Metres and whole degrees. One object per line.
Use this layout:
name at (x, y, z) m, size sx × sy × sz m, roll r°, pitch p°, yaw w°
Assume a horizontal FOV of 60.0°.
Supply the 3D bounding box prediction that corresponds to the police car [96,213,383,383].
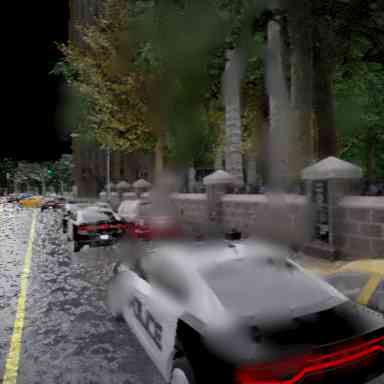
police car at (0.105, 1.360, 4.726) m, size 1.930 × 1.638 × 5.238 m, roll -2°, pitch 1°, yaw -25°

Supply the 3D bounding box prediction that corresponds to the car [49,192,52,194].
car at (-33.816, 1.324, 82.490) m, size 2.008 × 1.369 × 4.403 m, roll -2°, pitch 1°, yaw -25°

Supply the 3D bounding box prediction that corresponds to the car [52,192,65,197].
car at (-26.970, 1.231, 67.684) m, size 1.967 × 1.590 × 4.097 m, roll -2°, pitch 1°, yaw -25°

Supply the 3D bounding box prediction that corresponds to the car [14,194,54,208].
car at (-21.394, 1.399, 45.289) m, size 5.008 × 1.535 × 1.882 m, roll 0°, pitch 0°, yaw 27°

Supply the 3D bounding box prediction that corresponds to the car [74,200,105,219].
car at (-8.962, 1.414, 28.766) m, size 1.947 × 1.339 × 4.313 m, roll -2°, pitch 1°, yaw -25°

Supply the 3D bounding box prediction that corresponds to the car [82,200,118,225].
car at (-6.743, 1.382, 23.968) m, size 1.752 × 1.417 × 4.829 m, roll -2°, pitch 1°, yaw -25°

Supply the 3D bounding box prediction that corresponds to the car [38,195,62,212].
car at (-16.033, 1.401, 37.517) m, size 1.837 × 1.490 × 4.892 m, roll -2°, pitch 0°, yaw -24°

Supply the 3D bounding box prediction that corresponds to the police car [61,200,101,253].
police car at (-4.111, 1.343, 13.794) m, size 1.930 × 1.638 × 5.238 m, roll -2°, pitch 1°, yaw -25°

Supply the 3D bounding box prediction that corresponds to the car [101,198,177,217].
car at (-2.094, 1.189, 13.906) m, size 2.192 × 1.841 × 5.009 m, roll -2°, pitch 1°, yaw -25°

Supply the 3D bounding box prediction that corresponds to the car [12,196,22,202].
car at (-41.551, 1.560, 78.913) m, size 1.802 × 1.307 × 4.206 m, roll -2°, pitch 1°, yaw -25°

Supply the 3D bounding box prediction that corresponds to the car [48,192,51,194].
car at (-36.100, 1.313, 87.426) m, size 1.887 × 1.381 × 4.507 m, roll -2°, pitch 1°, yaw -25°

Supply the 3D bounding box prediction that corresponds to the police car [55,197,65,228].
police car at (-6.614, 1.333, 19.247) m, size 1.930 × 1.638 × 5.238 m, roll -2°, pitch 1°, yaw -25°

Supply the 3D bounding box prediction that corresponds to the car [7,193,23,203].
car at (-36.991, 1.304, 69.040) m, size 2.192 × 1.841 × 5.009 m, roll -2°, pitch 1°, yaw -25°

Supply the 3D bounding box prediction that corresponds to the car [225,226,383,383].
car at (2.421, 1.417, 4.159) m, size 1.752 × 1.417 × 4.829 m, roll -2°, pitch 1°, yaw -25°
